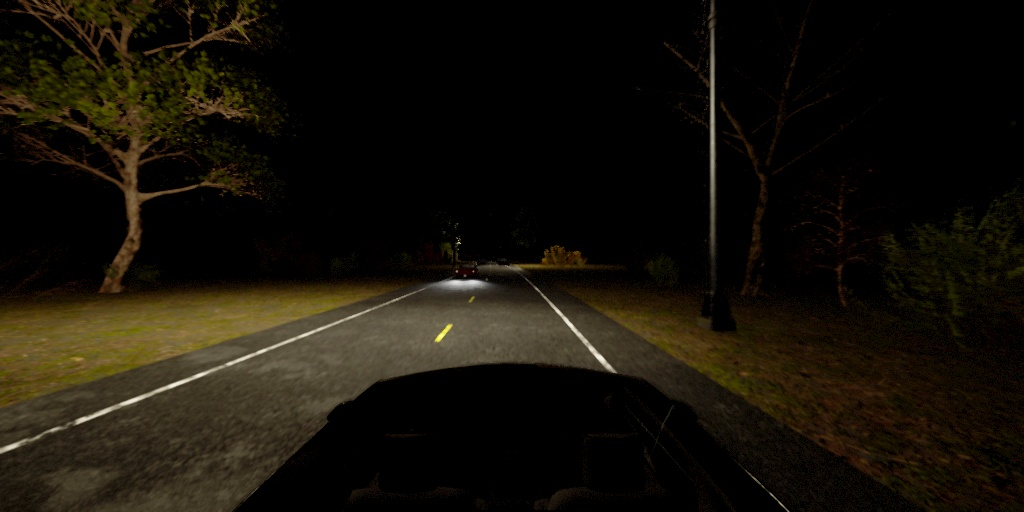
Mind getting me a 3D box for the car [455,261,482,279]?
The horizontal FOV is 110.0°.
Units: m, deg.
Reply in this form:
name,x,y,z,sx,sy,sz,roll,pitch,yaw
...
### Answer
name,x,y,z,sx,sy,sz,roll,pitch,yaw
car,-4.136,1.413,33.285,1.895,1.301,4.718,0,0,-2
